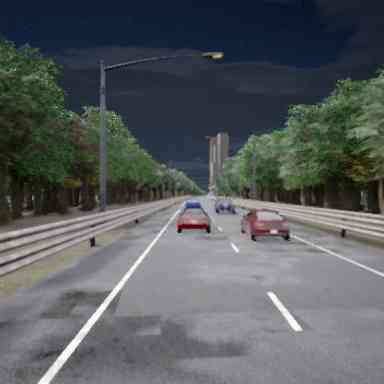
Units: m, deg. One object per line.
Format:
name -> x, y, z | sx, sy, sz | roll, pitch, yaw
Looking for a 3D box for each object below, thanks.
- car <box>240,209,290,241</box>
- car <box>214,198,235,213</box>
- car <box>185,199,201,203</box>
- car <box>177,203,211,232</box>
car -> 3.609, 1.582, 16.919 | 1.812, 1.442, 4.674 | 0, 0, 0
car -> 3.632, 1.483, 38.194 | 2.097, 1.767, 4.553 | 0, 0, 0
car -> 0.137, 1.618, 41.991 | 1.882, 1.535, 5.008 | 0, 0, 0
car -> 0.115, 1.627, 20.693 | 1.994, 1.385, 4.181 | 0, 0, 0
